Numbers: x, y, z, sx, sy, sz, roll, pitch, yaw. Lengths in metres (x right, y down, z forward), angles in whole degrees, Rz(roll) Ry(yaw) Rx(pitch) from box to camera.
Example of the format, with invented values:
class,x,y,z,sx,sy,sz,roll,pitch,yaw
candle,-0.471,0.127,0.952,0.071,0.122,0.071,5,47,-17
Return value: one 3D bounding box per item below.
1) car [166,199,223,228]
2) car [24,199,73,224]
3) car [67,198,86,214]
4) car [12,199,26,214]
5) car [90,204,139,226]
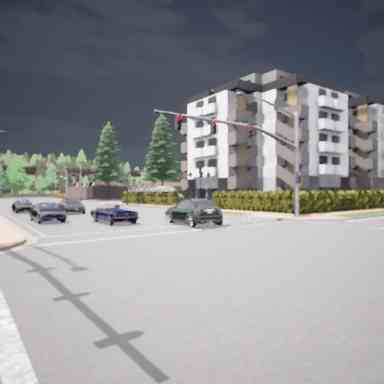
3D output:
class,x,y,z,sx,sy,sz,roll,pitch,yaw
car,0.006,1.214,21.391,2.097,1.767,4.553,-1,0,-29
car,-10.753,1.485,24.617,2.033,1.411,5.357,-1,0,-34
car,-11.803,1.402,32.415,1.837,1.490,4.892,-1,0,-34
car,-17.776,1.479,35.012,2.033,1.411,5.357,-1,1,-34
car,-5.404,1.501,22.966,1.895,1.301,4.718,-1,0,-34
